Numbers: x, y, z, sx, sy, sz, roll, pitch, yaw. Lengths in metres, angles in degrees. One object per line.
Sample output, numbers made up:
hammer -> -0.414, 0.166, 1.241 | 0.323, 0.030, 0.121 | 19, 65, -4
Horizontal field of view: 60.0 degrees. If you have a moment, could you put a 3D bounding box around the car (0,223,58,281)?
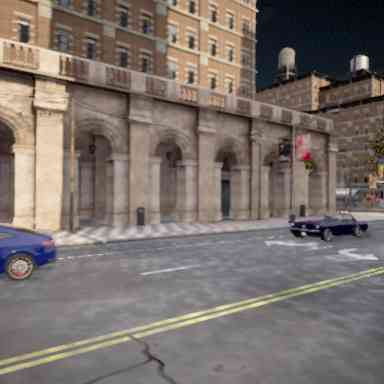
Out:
car -> -5.890, 1.525, 8.381 | 4.674, 1.442, 1.812 | 0, 0, -35

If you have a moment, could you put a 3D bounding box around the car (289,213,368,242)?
car -> 7.366, 1.796, 17.846 | 4.718, 1.301, 1.895 | 1, -1, -36
